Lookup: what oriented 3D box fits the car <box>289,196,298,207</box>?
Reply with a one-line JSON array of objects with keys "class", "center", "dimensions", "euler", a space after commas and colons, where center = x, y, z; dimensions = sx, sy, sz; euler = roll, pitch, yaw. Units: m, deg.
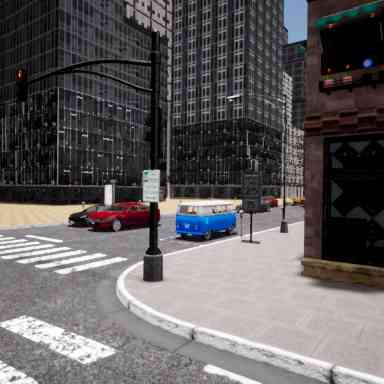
[{"class": "car", "center": [16.250, 1.398, 48.425], "dimensions": [1.895, 1.301, 4.718], "euler": [1, 1, 35]}]

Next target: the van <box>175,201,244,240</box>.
[{"class": "van", "center": [0.844, 1.368, 17.027], "dimensions": [1.690, 1.788, 3.998], "euler": [1, 1, 35]}]

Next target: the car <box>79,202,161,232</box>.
[{"class": "car", "center": [-3.993, 1.418, 20.215], "dimensions": [1.882, 1.535, 5.008], "euler": [1, 1, 34]}]

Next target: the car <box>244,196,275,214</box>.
[{"class": "car", "center": [6.418, 1.455, 34.810], "dimensions": [2.033, 1.411, 5.357], "euler": [1, 1, 36]}]

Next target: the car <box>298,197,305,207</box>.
[{"class": "car", "center": [15.626, 1.429, 42.313], "dimensions": [2.128, 1.511, 4.902], "euler": [1, 1, 36]}]

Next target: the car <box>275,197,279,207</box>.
[{"class": "car", "center": [10.086, 1.293, 44.415], "dimensions": [1.967, 1.590, 4.097], "euler": [1, 1, 35]}]

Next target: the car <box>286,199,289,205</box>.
[{"class": "car", "center": [16.413, 1.364, 53.286], "dimensions": [1.752, 1.417, 4.829], "euler": [1, 1, 36]}]

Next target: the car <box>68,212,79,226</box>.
[{"class": "car", "center": [-5.980, 1.467, 21.897], "dimensions": [1.947, 1.339, 4.313], "euler": [1, 1, 35]}]
